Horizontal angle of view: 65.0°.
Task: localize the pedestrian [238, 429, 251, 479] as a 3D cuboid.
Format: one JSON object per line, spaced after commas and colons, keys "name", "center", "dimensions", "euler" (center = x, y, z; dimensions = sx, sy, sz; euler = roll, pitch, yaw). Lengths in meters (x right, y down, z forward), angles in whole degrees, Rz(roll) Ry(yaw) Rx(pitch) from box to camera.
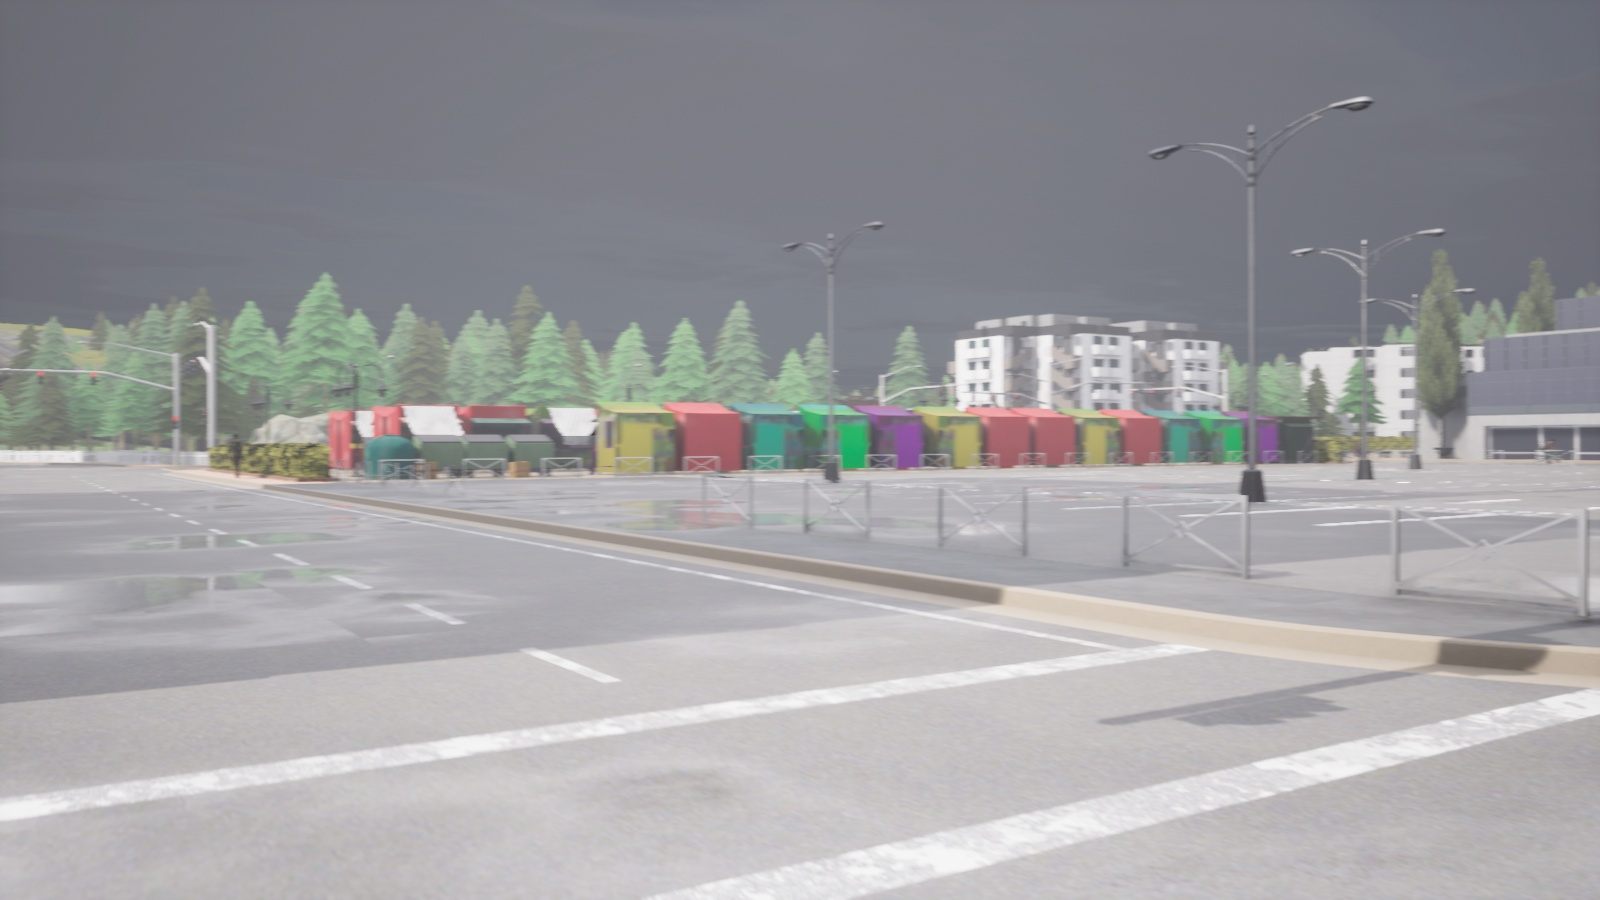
{"name": "pedestrian", "center": [-21.827, 0.153, 49.358], "dimensions": [0.395, 1.930, 0.692], "euler": [0, 0, -31]}
